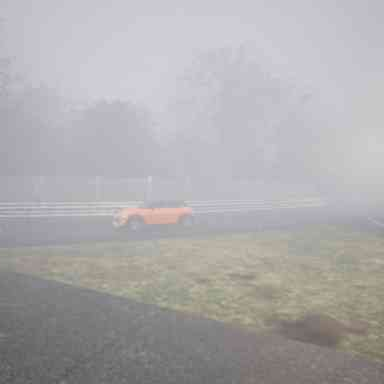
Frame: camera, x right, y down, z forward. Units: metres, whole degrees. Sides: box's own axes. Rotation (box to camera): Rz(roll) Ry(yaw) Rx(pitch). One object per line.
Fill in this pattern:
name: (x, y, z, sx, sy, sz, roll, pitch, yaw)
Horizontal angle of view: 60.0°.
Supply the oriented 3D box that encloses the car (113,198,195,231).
car: (-2.196, 1.180, 19.274, 4.553, 1.767, 2.097, 0, 1, -26)
